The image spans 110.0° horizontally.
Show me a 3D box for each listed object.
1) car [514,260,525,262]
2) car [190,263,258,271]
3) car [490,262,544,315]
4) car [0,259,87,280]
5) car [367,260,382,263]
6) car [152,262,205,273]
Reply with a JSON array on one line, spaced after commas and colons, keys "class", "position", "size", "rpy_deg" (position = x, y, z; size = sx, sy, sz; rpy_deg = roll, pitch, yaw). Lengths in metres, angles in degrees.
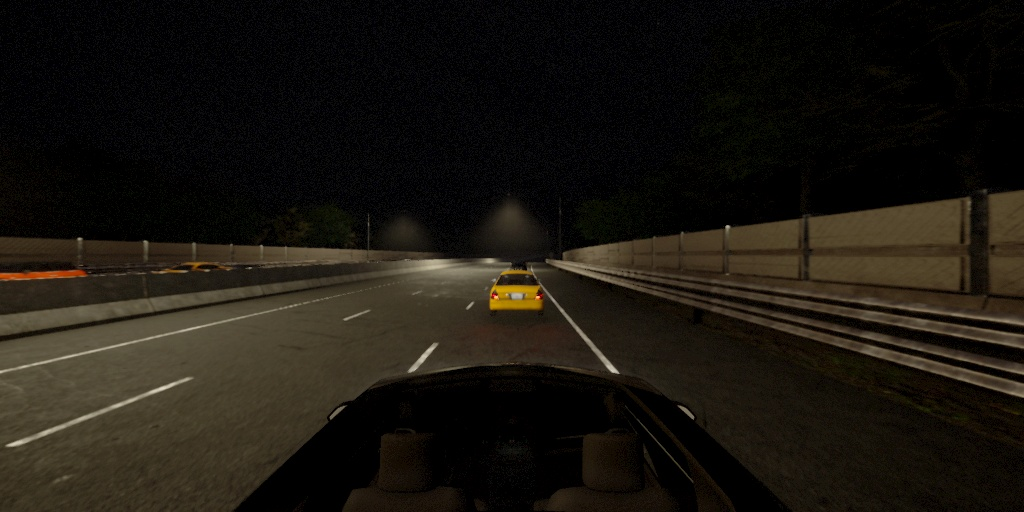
[{"class": "car", "position": [0.895, 1.226, 43.709], "size": [2.128, 1.511, 4.902], "rpy_deg": [0, 0, 2]}, {"class": "car", "position": [-17.381, 1.274, 22.717], "size": [1.994, 1.385, 4.181], "rpy_deg": [0, 0, 1]}, {"class": "car", "position": [0.178, 1.193, 13.433], "size": [1.801, 1.575, 5.366], "rpy_deg": [0, 0, 1]}, {"class": "car", "position": [-24.461, 1.062, 17.811], "size": [2.097, 1.767, 4.553], "rpy_deg": [0, 0, 1]}, {"class": "car", "position": [-23.041, 1.307, 60.161], "size": [1.895, 1.301, 4.718], "rpy_deg": [0, 0, 3]}, {"class": "car", "position": [-20.869, 1.183, 23.441], "size": [1.882, 1.535, 5.008], "rpy_deg": [0, 0, 1]}]
